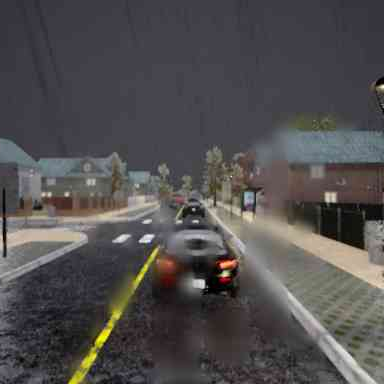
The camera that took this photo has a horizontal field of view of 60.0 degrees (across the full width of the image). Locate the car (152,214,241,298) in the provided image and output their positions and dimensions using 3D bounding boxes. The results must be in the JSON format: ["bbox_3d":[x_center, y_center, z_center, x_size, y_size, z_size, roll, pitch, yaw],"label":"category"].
[{"bbox_3d":[0.100,1.500,8.347,1.812,1.442,4.674,0,0,0],"label":"car"}]

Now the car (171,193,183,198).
[{"bbox_3d":[-2.693,1.235,57.961,2.150,2.045,5.566,0,0,1],"label":"car"}]

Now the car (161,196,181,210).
[{"bbox_3d":[-2.764,1.506,41.604,2.033,1.411,5.357,0,0,0],"label":"car"}]

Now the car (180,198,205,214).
[{"bbox_3d":[0.155,1.509,31.023,1.994,1.385,4.181,0,0,0],"label":"car"}]

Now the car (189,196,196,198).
[{"bbox_3d":[0.118,1.536,62.290,1.837,1.490,4.892,0,0,0],"label":"car"}]
